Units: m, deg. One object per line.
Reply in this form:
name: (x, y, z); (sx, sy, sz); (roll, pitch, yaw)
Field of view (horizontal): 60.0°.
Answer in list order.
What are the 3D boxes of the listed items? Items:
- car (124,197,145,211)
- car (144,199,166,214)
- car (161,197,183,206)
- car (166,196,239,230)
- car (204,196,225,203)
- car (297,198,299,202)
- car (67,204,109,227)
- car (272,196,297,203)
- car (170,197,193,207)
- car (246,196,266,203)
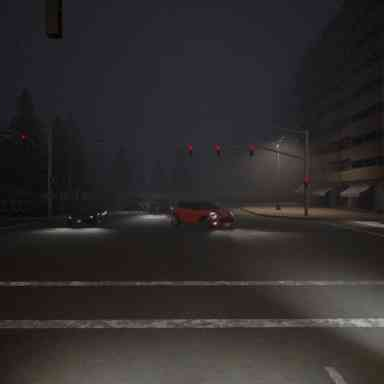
car: (-6.694, 1.353, 40.168); (2.097, 1.767, 4.553); (0, 0, 4)
car: (-3.415, 1.491, 35.660); (2.128, 1.511, 4.902); (0, 0, 2)
car: (-3.335, 1.525, 56.715); (1.812, 1.442, 4.674); (0, 0, 24)
car: (0.670, 1.374, 21.532); (2.097, 1.767, 4.553); (0, 0, -39)
car: (4.686, 1.594, 69.643); (1.895, 1.301, 4.718); (0, 0, 42)
car: (21.923, 1.525, 73.615); (4.902, 1.511, 2.128); (0, 0, -22)
car: (-7.070, 1.568, 23.141); (1.812, 1.442, 4.674); (0, 0, 0)
car: (18.492, 1.478, 67.600); (5.008, 1.535, 1.882); (0, 0, -33)
car: (-1.547, 1.491, 51.433); (2.128, 1.511, 4.902); (0, 0, 18)
car: (13.128, 1.478, 68.087); (5.008, 1.535, 1.882); (0, 0, -41)
